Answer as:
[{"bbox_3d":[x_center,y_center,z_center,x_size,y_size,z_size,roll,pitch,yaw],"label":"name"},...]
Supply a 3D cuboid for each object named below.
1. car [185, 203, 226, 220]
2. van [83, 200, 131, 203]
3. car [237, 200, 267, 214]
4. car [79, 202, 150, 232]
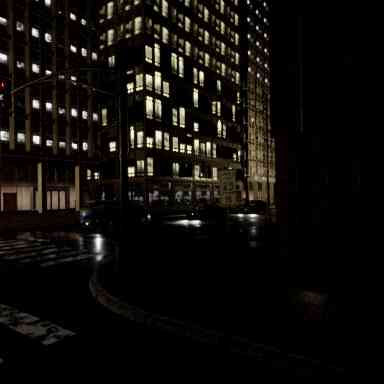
[{"bbox_3d":[1.205,1.649,29.083,1.994,1.385,4.181,-1,-1,36],"label":"car"},{"bbox_3d":[-6.000,1.460,23.517,1.690,1.788,3.998,-2,-1,36],"label":"van"},{"bbox_3d":[7.104,1.631,37.269,1.812,1.442,4.674,-1,-1,36],"label":"car"},{"bbox_3d":[-4.659,1.571,20.982,1.837,1.490,4.892,-1,-1,33],"label":"car"}]
